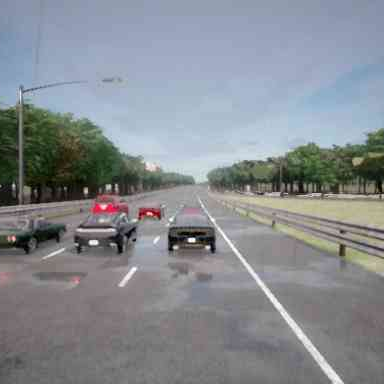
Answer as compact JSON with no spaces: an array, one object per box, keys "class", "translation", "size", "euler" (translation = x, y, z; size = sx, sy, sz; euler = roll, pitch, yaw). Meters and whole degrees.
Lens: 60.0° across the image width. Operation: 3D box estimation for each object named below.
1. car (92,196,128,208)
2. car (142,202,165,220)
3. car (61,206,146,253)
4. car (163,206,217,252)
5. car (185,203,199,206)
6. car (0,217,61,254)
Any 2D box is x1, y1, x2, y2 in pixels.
[{"class":"car","translation":[-7.008,1.327,28.988],"size":[2.150,2.045,5.566],"euler":[0,0,0]},{"class":"car","translation":[-3.504,1.587,29.450],"size":[1.882,1.535,5.008],"euler":[0,0,0]},{"class":"car","translation":[-3.499,1.600,14.287],"size":[2.128,1.511,4.902],"euler":[0,0,0]},{"class":"car","translation":[0.002,1.587,14.477],"size":[1.882,1.535,5.008],"euler":[0,0,0]},{"class":"car","translation":[-0.003,1.674,29.301],"size":[1.994,1.385,4.181],"euler":[0,0,0]},{"class":"car","translation":[-7.001,1.708,14.096],"size":[1.895,1.301,4.718],"euler":[0,0,0]}]
